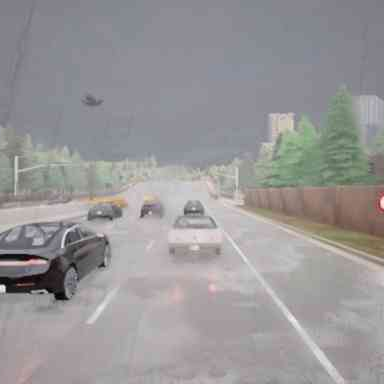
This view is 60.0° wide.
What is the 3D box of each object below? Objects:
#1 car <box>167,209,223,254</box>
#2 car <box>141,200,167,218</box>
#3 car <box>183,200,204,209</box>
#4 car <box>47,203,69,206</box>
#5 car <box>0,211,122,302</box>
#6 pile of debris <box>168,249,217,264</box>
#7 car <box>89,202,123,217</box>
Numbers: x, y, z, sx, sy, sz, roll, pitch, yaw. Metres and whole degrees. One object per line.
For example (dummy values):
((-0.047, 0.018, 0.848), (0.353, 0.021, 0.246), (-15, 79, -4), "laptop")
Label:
((0.115, 1.573, 13.312), (1.895, 1.301, 4.718), (0, 0, 0), "car")
((-3.330, 1.439, 29.202), (1.837, 1.490, 4.892), (0, 0, 0), "car")
((0.178, 1.498, 32.542), (1.994, 1.385, 4.181), (0, 0, 0), "car")
((-13.919, 1.412, 35.886), (1.837, 1.490, 4.892), (0, 0, 0), "car")
((-3.380, 1.469, 8.212), (2.128, 1.511, 4.902), (0, 0, 0), "car")
((0.022, 2.152, 11.214), (1.500, 0.140, 1.860), (0, 0, 0), "pile of debris")
((-6.837, 1.497, 26.521), (1.994, 1.385, 4.181), (0, 0, 0), "car")
